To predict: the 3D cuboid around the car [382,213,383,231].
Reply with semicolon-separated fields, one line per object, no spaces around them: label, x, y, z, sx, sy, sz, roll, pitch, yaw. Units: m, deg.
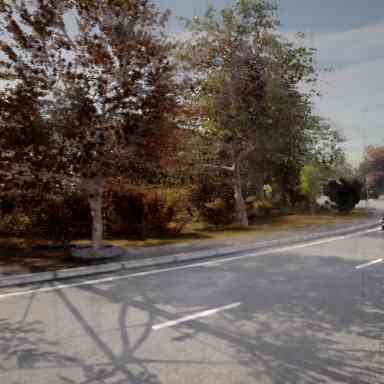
car;13.687;1.720;21.354;1.837;1.490;4.892;-1;-2;42
